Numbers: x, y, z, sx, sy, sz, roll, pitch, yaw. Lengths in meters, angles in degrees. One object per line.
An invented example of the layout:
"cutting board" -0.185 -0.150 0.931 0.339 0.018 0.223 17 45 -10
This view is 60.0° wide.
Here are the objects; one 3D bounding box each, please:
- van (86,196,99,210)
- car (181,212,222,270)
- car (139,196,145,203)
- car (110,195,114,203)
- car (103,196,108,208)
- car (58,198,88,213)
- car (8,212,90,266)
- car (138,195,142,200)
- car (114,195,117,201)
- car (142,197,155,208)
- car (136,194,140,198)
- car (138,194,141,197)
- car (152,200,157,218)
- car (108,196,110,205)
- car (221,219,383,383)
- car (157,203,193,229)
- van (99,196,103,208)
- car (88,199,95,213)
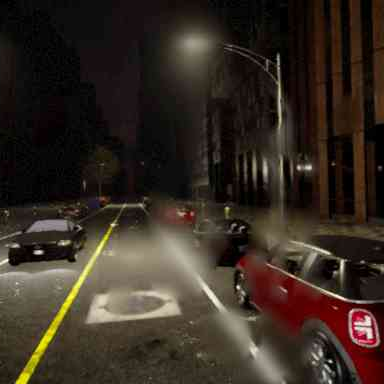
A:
"van" -13.439 1.674 42.803 1.690 1.788 3.998 -2 0 -10
"car" 1.025 1.526 10.810 1.947 1.339 4.313 -2 0 -10
"car" -8.085 1.721 61.089 2.008 1.369 4.403 -2 0 -10
"car" -18.500 1.767 70.735 2.192 1.841 5.009 -2 0 -10
"car" -15.464 1.695 53.976 2.192 1.841 5.009 -2 0 -10
"car" -11.411 1.726 31.629 1.967 1.590 4.097 -2 0 -10
"car" -5.096 1.693 12.216 1.994 1.385 4.181 -2 0 -11
"car" -10.109 1.800 72.262 1.802 1.307 4.206 -2 0 -10
"car" -21.537 1.843 87.493 2.192 1.841 5.009 -2 0 -10
"car" -6.060 1.704 49.916 1.802 1.307 4.206 -2 0 -10
"car" -13.150 1.734 89.022 1.967 1.590 4.097 -2 0 -10
"car" -11.153 1.769 78.016 1.752 1.417 4.829 -2 0 -10
"car" -2.011 1.595 27.569 1.947 1.339 4.313 -2 0 -10
"car" -16.476 1.719 59.562 2.192 1.841 5.009 -2 0 -10
"car" 2.034 1.378 5.222 1.967 1.590 4.097 -2 0 -10
"car" -1.003 1.446 21.982 1.967 1.590 4.097 -2 0 -10
"van" -14.451 1.698 48.389 1.690 1.788 3.998 -2 0 -10
"car" -12.421 1.860 37.216 2.008 1.369 4.403 -2 0 -10
